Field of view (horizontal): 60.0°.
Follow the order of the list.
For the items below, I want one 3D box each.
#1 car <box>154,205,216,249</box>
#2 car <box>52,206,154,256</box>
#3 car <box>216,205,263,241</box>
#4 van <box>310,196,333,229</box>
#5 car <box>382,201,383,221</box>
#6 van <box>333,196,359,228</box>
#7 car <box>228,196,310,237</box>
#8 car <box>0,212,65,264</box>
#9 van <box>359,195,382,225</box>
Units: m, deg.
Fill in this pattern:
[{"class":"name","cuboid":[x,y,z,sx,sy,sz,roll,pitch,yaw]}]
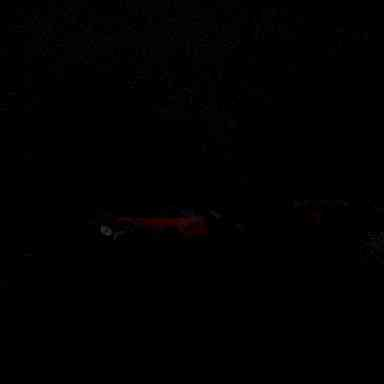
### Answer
[{"class":"car","cuboid":[-1.581,1.369,14.887,4.553,1.767,2.185,-1,0,34]},{"class":"car","cuboid":[-4.049,1.373,13.196,4.553,1.767,2.185,-1,-1,34]},{"class":"car","cuboid":[0.817,1.532,16.643,4.674,1.452,2.002,-1,-1,34]},{"class":"van","cuboid":[5.752,1.258,20.045,4.442,1.987,1.878,-1,-1,34]},{"class":"car","cuboid":[13.069,1.470,25.208,5.366,1.575,1.946,-1,-1,34]},{"class":"van","cuboid":[8.171,1.254,21.781,4.442,1.987,1.878,-1,-1,34]},{"class":"car","cuboid":[3.209,1.237,18.390,5.566,2.045,2.435,-1,0,34]},{"class":"car","cuboid":[-6.757,1.531,11.191,4.792,1.488,2.163,-1,-1,34]},{"class":"van","cuboid":[10.591,1.251,23.518,4.442,1.987,1.878,-1,-1,34]}]
